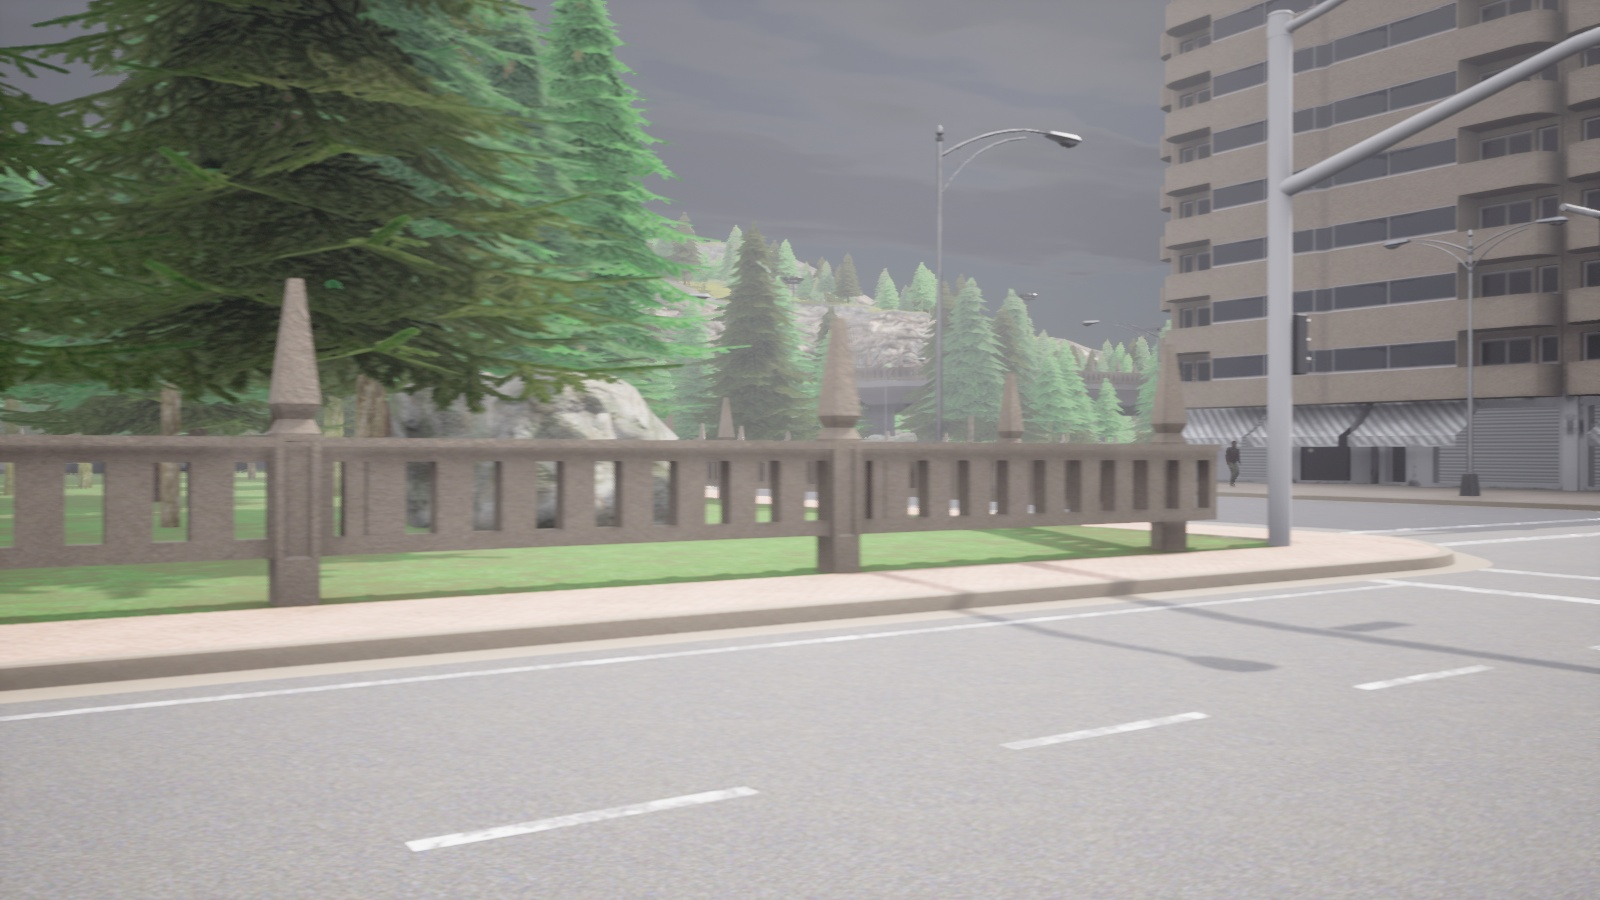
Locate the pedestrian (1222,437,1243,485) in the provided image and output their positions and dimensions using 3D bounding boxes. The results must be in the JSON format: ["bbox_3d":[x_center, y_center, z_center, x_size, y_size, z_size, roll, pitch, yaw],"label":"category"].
[{"bbox_3d":[16.491,0.413,47.894,0.431,1.840,0.703,0,0,-13],"label":"pedestrian"}]
